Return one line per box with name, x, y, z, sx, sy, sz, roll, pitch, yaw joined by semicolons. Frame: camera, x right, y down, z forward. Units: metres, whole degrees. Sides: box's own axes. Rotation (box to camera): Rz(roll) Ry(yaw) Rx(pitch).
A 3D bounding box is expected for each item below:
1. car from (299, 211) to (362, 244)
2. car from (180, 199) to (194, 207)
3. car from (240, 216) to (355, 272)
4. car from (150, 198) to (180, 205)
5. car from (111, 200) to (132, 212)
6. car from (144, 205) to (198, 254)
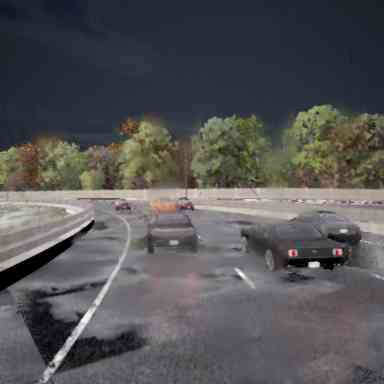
car;5.864;1.557;15.457;1.994;1.385;4.181;0;0;-8
car;-1.209;1.653;41.936;1.812;1.442;4.674;0;0;-22
car;2.957;1.606;10.832;1.895;1.301;4.718;0;0;-6
car;-3.355;1.486;37.710;2.097;1.767;4.553;-1;0;-20
car;-9.189;1.725;42.839;1.812;1.442;4.674;0;0;-24
car;-0.942;1.538;13.881;2.128;1.511;4.902;0;0;-8
